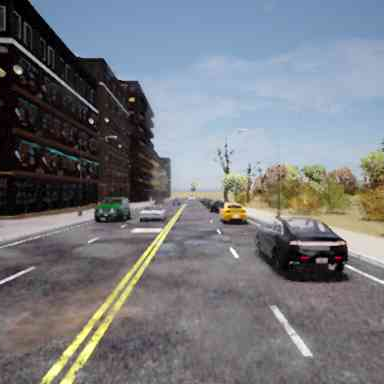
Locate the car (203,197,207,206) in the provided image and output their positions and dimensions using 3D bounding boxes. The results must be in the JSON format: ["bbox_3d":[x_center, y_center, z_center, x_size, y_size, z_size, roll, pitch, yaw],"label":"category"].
[{"bbox_3d":[3.249,1.916,53.541,1.837,1.490,4.892,0,0,0],"label":"car"}]

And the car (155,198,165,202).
[{"bbox_3d":[-6.502,1.985,68.344,1.837,1.490,4.892,0,0,0],"label":"car"}]

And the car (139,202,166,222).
[{"bbox_3d":[-3.344,1.820,28.652,1.895,1.301,4.718,0,0,0],"label":"car"}]

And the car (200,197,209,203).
[{"bbox_3d":[3.247,2.157,86.542,2.128,1.511,4.902,0,0,0],"label":"car"}]

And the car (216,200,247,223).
[{"bbox_3d":[3.351,1.691,27.641,1.882,1.535,5.008,0,0,0],"label":"car"}]

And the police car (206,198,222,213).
[{"bbox_3d":[3.249,1.754,42.651,1.930,1.638,5.238,0,0,0],"label":"police car"}]

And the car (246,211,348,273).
[{"bbox_3d":[3.351,1.577,11.005,2.128,1.511,4.902,0,0,0],"label":"car"}]

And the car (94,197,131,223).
[{"bbox_3d":[-6.593,1.441,28.286,2.150,2.045,5.566,0,-1,0],"label":"car"}]

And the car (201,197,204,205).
[{"bbox_3d":[3.248,2.002,64.542,1.837,1.490,4.892,0,0,0],"label":"car"}]

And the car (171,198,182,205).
[{"bbox_3d":[-3.252,2.050,70.166,1.812,1.442,4.674,0,0,0],"label":"car"}]

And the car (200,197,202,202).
[{"bbox_3d":[3.248,2.085,75.541,1.837,1.490,4.892,0,0,0],"label":"car"}]
